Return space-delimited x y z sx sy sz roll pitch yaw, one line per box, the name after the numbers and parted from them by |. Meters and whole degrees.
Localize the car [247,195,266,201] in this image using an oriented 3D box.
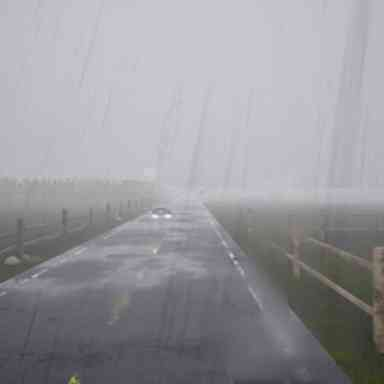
14.067 1.348 72.842 4.181 1.385 1.994 0 0 1 | car

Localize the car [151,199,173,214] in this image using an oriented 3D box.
-2.846 1.409 32.979 2.033 1.411 5.357 0 0 0 | car
